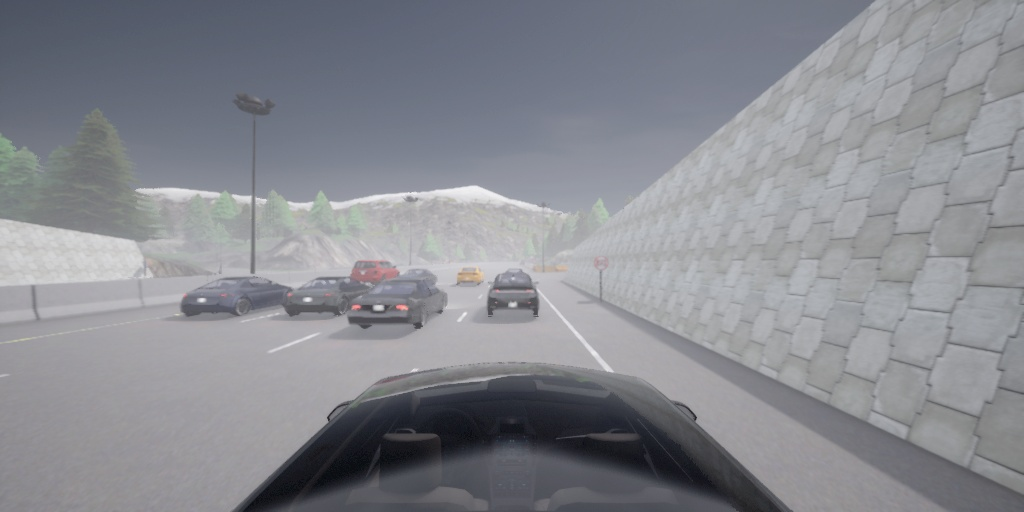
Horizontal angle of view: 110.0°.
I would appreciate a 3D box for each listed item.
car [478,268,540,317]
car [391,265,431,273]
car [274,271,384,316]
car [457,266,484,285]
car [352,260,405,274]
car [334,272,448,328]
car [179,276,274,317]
[{"bbox_3d":[0.048,1.408,14.065,2.128,1.511,4.902,0,-1,0],"label":"car"},{"bbox_3d":[-6.972,1.638,26.938,2.033,1.411,5.357,0,-1,0],"label":"car"},{"bbox_3d":[-6.948,1.484,14.227,1.994,1.385,4.181,0,-1,0],"label":"car"},{"bbox_3d":[-3.440,1.612,30.267,1.882,1.535,5.008,0,0,1],"label":"car"},{"bbox_3d":[-10.464,1.326,27.902,2.150,2.045,5.566,0,-1,1],"label":"car"},{"bbox_3d":[-3.471,1.435,11.895,2.033,1.411,5.357,0,-1,1],"label":"car"},{"bbox_3d":[-10.450,1.483,14.108,1.994,1.385,4.181,0,-1,0],"label":"car"}]
